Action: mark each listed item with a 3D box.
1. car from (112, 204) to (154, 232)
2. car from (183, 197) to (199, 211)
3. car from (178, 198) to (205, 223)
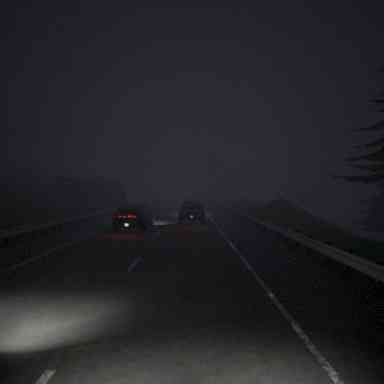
[{"bbox_3d":[-3.498,1.482,20.131,1.837,1.490,4.892,0,0,0],"label":"car"},{"bbox_3d":[-0.108,1.428,41.691,1.882,1.535,5.008,0,0,0],"label":"car"},{"bbox_3d":[-0.022,1.461,24.927,2.128,1.511,4.902,0,0,0],"label":"car"}]
